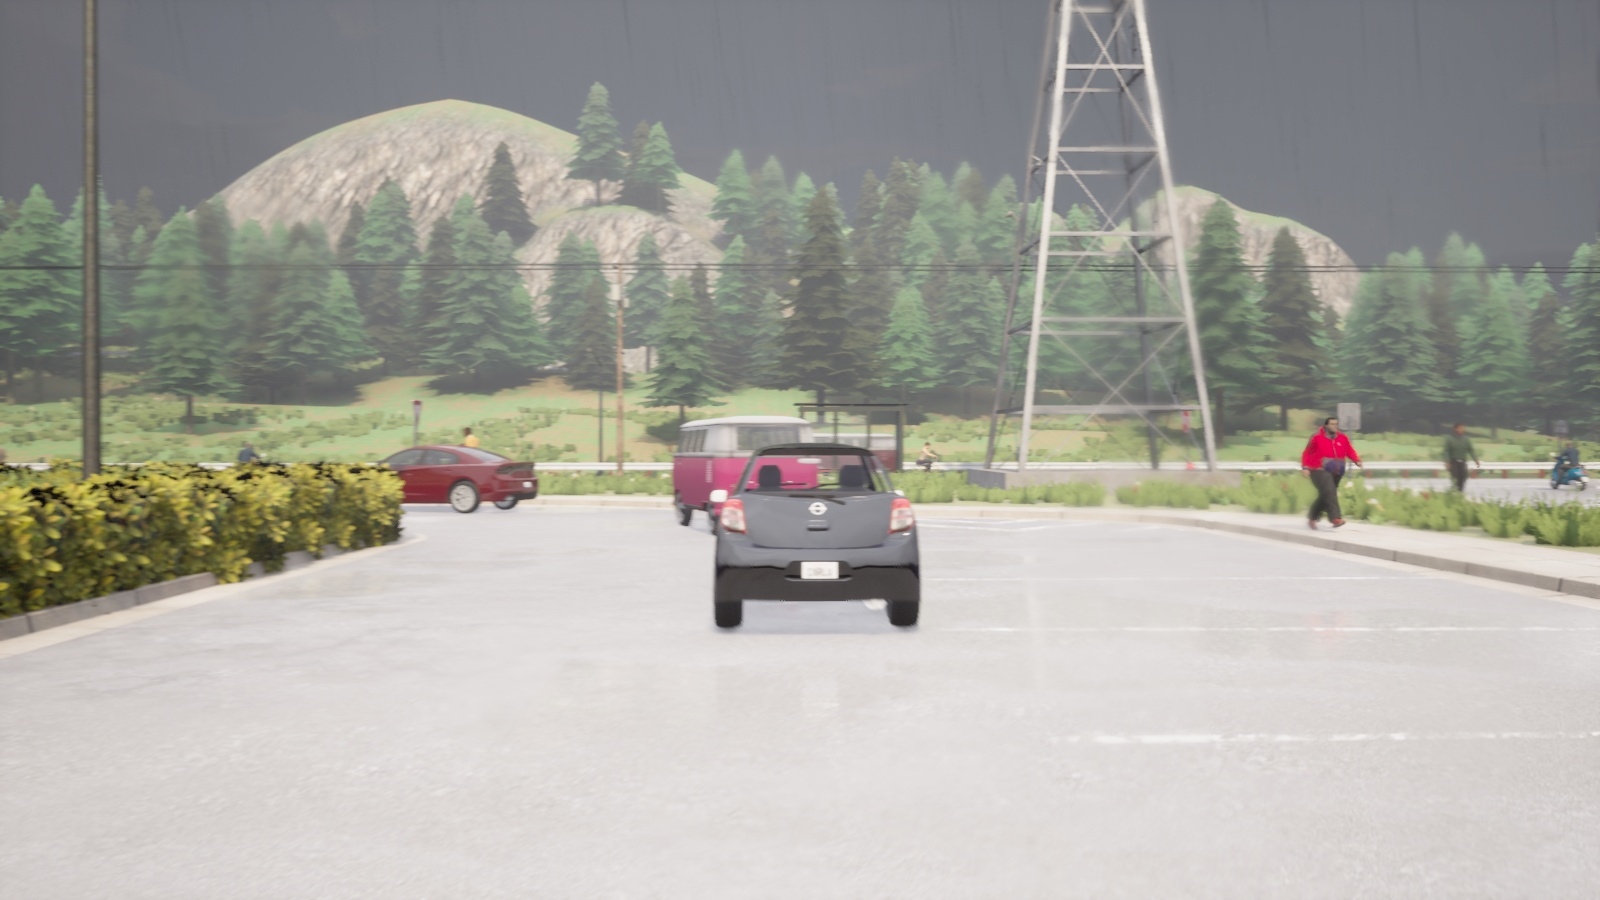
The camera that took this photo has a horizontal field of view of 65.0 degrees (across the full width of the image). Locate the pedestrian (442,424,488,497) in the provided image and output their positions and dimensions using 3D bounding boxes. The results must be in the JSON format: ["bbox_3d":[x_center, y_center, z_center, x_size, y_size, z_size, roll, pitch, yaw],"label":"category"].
[{"bbox_3d":[-8.723,0.269,32.734,0.900,1.855,0.874,0,0,8],"label":"pedestrian"}]

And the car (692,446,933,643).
[{"bbox_3d":[0.038,0.716,11.424,1.845,1.501,3.633,0,0,-2],"label":"car"}]

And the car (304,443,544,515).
[{"bbox_3d":[-8.503,0.603,28.439,5.008,1.535,1.882,0,0,17],"label":"car"}]

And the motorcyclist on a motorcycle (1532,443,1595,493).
[{"bbox_3d":[24.781,0.564,40.787,0.866,1.590,1.817,0,0,-2],"label":"motorcyclist on a motorcycle"}]

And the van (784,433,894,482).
[{"bbox_3d":[1.578,0.296,51.669,4.442,1.987,1.775,0,0,-1],"label":"van"}]

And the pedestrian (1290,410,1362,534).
[{"bbox_3d":[8.029,0.330,19.204,0.634,1.844,0.899,0,0,-10],"label":"pedestrian"}]

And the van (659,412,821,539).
[{"bbox_3d":[-1.177,0.407,22.095,1.775,1.987,4.442,0,0,-17],"label":"van"}]

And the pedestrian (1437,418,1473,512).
[{"bbox_3d":[13.807,0.311,26.484,0.423,1.949,0.788,0,0,9],"label":"pedestrian"}]
